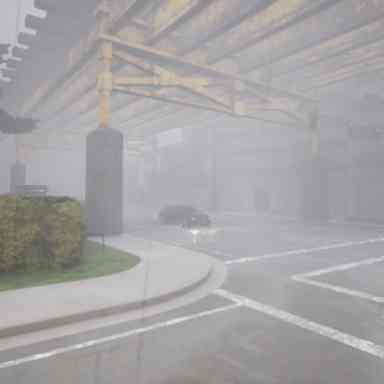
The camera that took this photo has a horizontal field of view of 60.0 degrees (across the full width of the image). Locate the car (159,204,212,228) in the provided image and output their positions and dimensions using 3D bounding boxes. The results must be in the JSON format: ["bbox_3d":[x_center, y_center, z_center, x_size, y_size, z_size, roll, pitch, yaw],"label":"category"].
[{"bbox_3d":[-0.581,1.660,23.811,1.837,1.490,4.892,1,0,-36],"label":"car"}]
